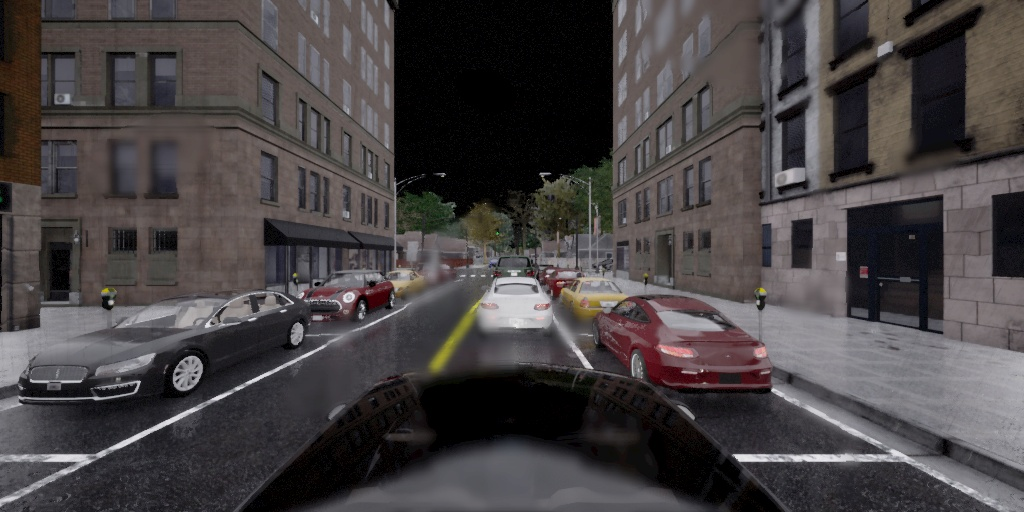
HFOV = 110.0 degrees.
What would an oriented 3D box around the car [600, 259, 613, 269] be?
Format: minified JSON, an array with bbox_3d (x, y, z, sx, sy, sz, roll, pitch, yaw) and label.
[{"bbox_3d":[14.496,1.242,48.198,4.181,1.385,1.994,0,0,0],"label":"car"}]

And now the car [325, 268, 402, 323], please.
[{"bbox_3d":[-5.386,1.192,11.927,1.967,1.591,4.097,0,0,0],"label":"car"}]

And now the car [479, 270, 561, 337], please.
[{"bbox_3d":[0.102,1.277,10.143,1.812,1.442,4.674,0,0,0],"label":"car"}]

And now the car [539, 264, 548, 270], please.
[{"bbox_3d":[2.644,1.340,22.963,1.802,1.307,4.207,0,0,0],"label":"car"}]

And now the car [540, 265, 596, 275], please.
[{"bbox_3d":[2.642,1.300,17.445,1.888,1.381,4.507,0,0,0],"label":"car"}]

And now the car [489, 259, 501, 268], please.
[{"bbox_3d":[-3.059,1.281,64.277,1.882,1.535,5.008,0,0,0],"label":"car"}]

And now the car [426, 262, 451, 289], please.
[{"bbox_3d":[-5.382,1.198,22.964,1.967,1.591,4.097,0,0,0],"label":"car"}]

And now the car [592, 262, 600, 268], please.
[{"bbox_3d":[13.993,1.186,51.439,4.892,1.490,1.837,0,0,1],"label":"car"}]

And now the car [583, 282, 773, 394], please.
[{"bbox_3d":[2.638,1.332,6.409,1.802,1.307,4.207,0,0,0],"label":"car"}]

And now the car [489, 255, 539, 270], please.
[{"bbox_3d":[0.105,0.978,19.914,2.150,2.045,5.566,0,0,0],"label":"car"}]

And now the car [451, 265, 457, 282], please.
[{"bbox_3d":[-5.380,1.343,28.483,1.802,1.307,4.207,0,0,0],"label":"car"}]

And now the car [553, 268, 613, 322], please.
[{"bbox_3d":[2.640,1.278,12.097,1.751,1.417,4.829,0,0,0],"label":"car"}]

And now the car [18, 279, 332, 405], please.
[{"bbox_3d":[-5.387,1.301,6.408,2.007,1.370,4.403,0,0,0],"label":"car"}]

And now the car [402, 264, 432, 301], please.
[{"bbox_3d":[-5.384,1.280,17.275,1.751,1.417,4.829,0,0,0],"label":"car"}]
